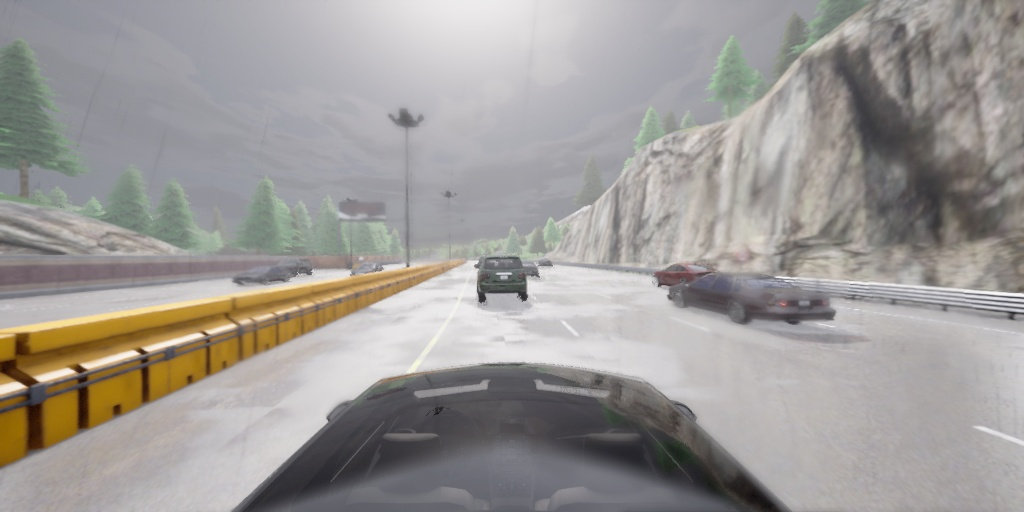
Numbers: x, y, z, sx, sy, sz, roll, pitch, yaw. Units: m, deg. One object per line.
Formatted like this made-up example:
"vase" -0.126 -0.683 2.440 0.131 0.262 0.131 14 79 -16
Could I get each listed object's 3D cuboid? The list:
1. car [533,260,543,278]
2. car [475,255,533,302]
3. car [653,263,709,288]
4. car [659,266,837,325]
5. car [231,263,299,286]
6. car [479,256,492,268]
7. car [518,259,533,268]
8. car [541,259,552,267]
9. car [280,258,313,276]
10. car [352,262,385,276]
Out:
"car" 1.351 1.266 33.344 1.812 1.442 4.674 -1 0 -5
"car" -0.599 0.981 17.482 2.150 2.045 5.566 0 0 -6
"car" 9.657 1.121 19.878 1.882 1.535 5.008 -1 0 -5
"car" 7.062 1.219 11.411 2.033 1.411 5.357 -1 0 -5
"car" -19.449 1.524 28.308 2.033 1.411 5.357 -1 0 -5
"car" -4.739 1.037 63.430 2.150 2.045 5.566 -1 0 -5
"car" 2.306 1.282 63.313 2.033 1.411 5.357 -1 0 -5
"car" 5.823 1.199 63.094 1.837 1.490 4.892 -1 0 -5
"car" -23.953 1.251 39.222 2.150 2.045 5.566 -1 0 -5
"car" -12.774 1.391 32.096 2.128 1.511 4.902 -1 0 -5
